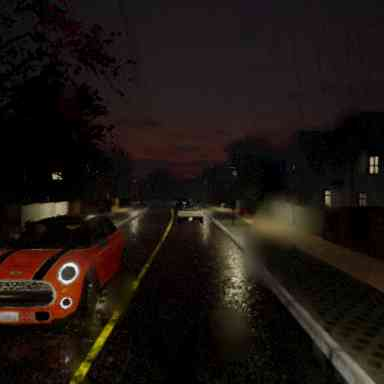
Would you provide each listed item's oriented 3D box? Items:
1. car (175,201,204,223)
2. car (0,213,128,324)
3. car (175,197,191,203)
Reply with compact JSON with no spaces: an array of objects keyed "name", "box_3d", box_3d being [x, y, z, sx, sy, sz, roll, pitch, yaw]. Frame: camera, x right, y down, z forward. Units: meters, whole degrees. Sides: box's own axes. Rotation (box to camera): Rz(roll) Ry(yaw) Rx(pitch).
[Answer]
[{"name":"car","box_3d":[-0.166,1.633,25.990,1.895,1.301,4.718,0,0,-2]},{"name":"car","box_3d":[-2.852,1.355,7.438,2.097,1.767,4.553,0,0,0]},{"name":"car","box_3d":[-1.120,1.456,42.724,2.097,1.767,4.553,0,0,-4]}]
